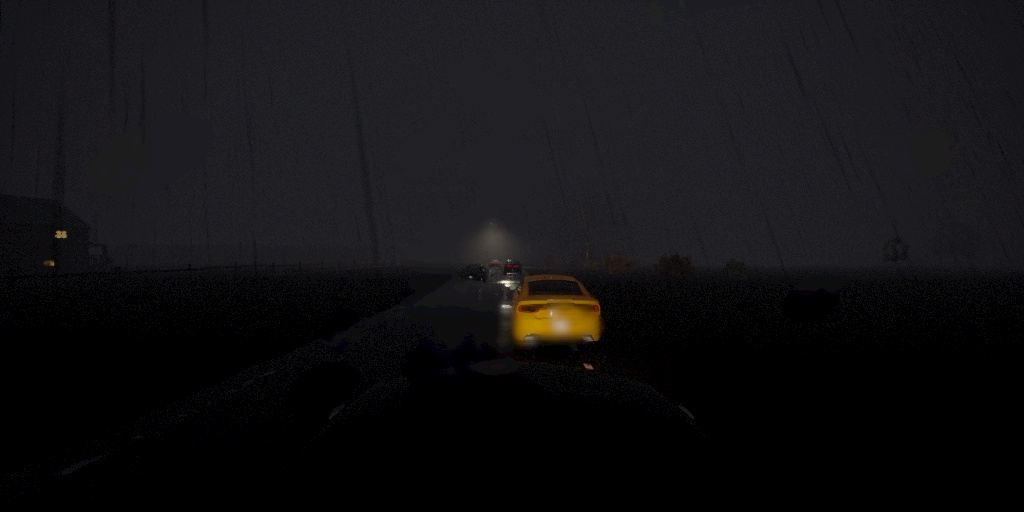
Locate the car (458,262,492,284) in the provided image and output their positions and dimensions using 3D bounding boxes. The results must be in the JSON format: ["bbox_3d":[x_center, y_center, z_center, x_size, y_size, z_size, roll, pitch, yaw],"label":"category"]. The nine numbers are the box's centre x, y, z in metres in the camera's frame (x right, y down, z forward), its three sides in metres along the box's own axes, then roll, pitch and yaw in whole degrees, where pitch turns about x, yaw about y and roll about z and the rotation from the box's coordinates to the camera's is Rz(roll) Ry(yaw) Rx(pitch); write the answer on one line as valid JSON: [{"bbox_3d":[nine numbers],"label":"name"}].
[{"bbox_3d":[-2.840,1.310,27.146,1.994,1.385,4.181,0,0,0],"label":"car"}]

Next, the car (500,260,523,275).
[{"bbox_3d":[0.098,1.236,39.195,2.128,1.511,4.902,0,0,0],"label":"car"}]

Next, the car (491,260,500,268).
[{"bbox_3d":[-2.729,1.343,59.930,1.895,1.301,4.718,0,0,0],"label":"car"}]

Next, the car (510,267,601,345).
[{"bbox_3d":[0.966,1.227,9.533,1.882,1.535,5.008,0,0,0],"label":"car"}]
